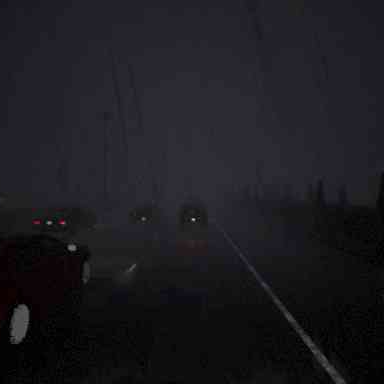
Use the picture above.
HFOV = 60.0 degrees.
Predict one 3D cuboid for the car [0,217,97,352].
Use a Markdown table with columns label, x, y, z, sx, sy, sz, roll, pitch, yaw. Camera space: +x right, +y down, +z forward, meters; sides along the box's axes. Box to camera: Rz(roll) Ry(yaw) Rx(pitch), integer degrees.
| label | x | y | z | sx | sy | sz | roll | pitch | yaw |
| --- | --- | --- | --- | --- | --- | --- | --- | --- | --- |
| car | -3.404 | 1.474 | 6.185 | 1.882 | 1.535 | 5.008 | 0 | 0 | 0 |

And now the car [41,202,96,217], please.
| label | x | y | z | sx | sy | sz | roll | pitch | yaw |
| --- | --- | --- | --- | --- | --- | --- | --- | --- | --- |
| car | -6.910 | 1.538 | 18.604 | 2.033 | 1.411 | 5.357 | 0 | 0 | 0 |

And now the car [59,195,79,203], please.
| label | x | y | z | sx | sy | sz | roll | pitch | yaw |
| --- | --- | --- | --- | --- | --- | --- | --- | --- | --- |
| car | -21.074 | 1.323 | 57.227 | 2.097 | 1.767 | 4.553 | 0 | 0 | 0 |

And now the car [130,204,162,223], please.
| label | x | y | z | sx | sy | sz | roll | pitch | yaw |
| --- | --- | --- | --- | --- | --- | --- | --- | --- | --- |
| car | -3.414 | 1.588 | 25.663 | 1.895 | 1.301 | 4.718 | 0 | 0 | 0 |

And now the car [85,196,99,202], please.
| label | x | y | z | sx | sy | sz | roll | pitch | yaw |
| --- | --- | --- | --- | --- | --- | --- | --- | --- | --- |
| car | -17.568 | 1.462 | 59.225 | 2.128 | 1.511 | 4.902 | 0 | 0 | 1 |

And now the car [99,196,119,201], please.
| label | x | y | z | sx | sy | sz | roll | pitch | yaw |
| --- | --- | --- | --- | --- | --- | --- | --- | --- | --- |
| car | -14.076 | 1.461 | 58.162 | 2.128 | 1.511 | 4.902 | 0 | 0 | 0 |

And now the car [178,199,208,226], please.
| label | x | y | z | sx | sy | sz | roll | pitch | yaw |
| --- | --- | --- | --- | --- | --- | --- | --- | --- | --- |
| car | 0.087 | 1.491 | 23.379 | 1.837 | 1.490 | 4.892 | 0 | 0 | 0 |

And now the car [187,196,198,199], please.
| label | x | y | z | sx | sy | sz | roll | pitch | yaw |
| --- | --- | --- | --- | --- | --- | --- | --- | --- | --- |
| car | 0.077 | 1.330 | 40.856 | 2.097 | 1.767 | 4.553 | 0 | 0 | 0 |
